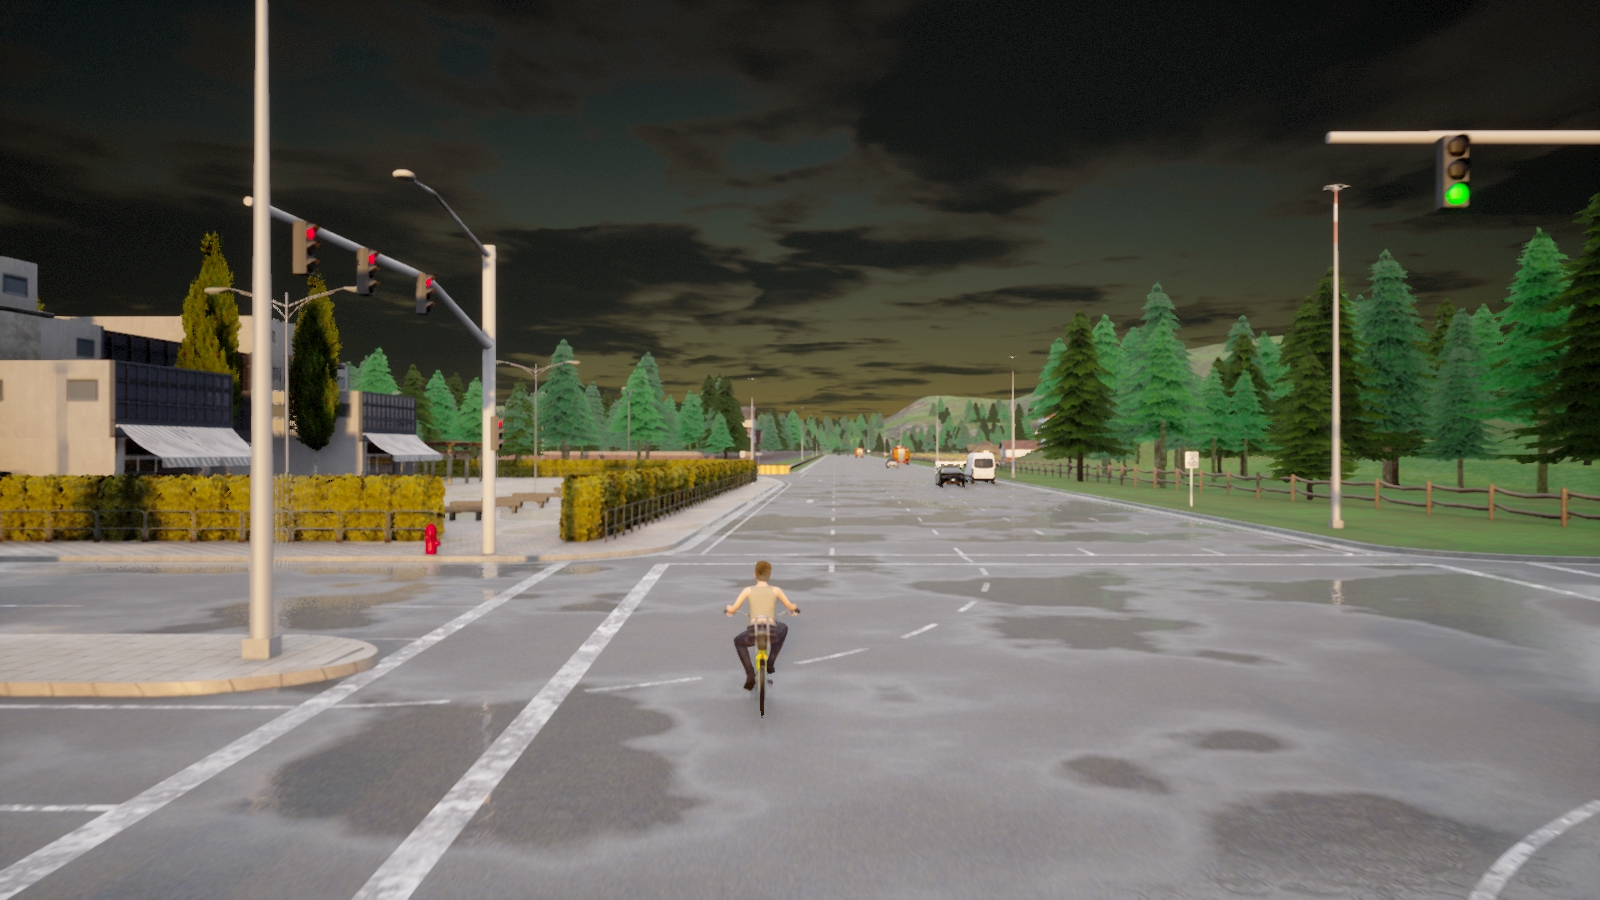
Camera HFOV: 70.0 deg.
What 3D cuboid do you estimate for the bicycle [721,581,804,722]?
[{"bbox_3d":[-0.414,2.158,12.483,0.859,1.276,1.487,0,0,-2],"label":"bicycle"}]
